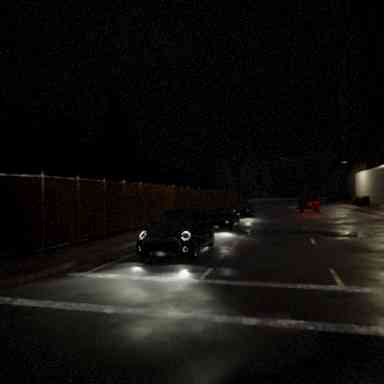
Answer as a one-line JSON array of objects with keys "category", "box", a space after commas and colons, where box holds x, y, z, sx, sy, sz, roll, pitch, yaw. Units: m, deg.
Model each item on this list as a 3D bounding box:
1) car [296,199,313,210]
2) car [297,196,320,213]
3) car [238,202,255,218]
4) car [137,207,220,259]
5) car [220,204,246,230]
[{"category": "car", "box": [17.357, 1.875, 51.610, 2.128, 1.511, 4.902, -1, -1, 15]}, {"category": "car", "box": [14.699, 1.517, 41.686, 2.150, 2.045, 5.566, -1, -1, 17]}, {"category": "car", "box": [5.506, 1.832, 35.148, 1.882, 1.535, 5.008, -1, -1, 15]}, {"category": "car", "box": [-0.477, 1.516, 13.328, 2.097, 1.767, 4.553, -1, -1, 15]}, {"category": "car", "box": [2.242, 1.798, 23.254, 2.033, 1.411, 5.357, -1, -1, 15]}]
